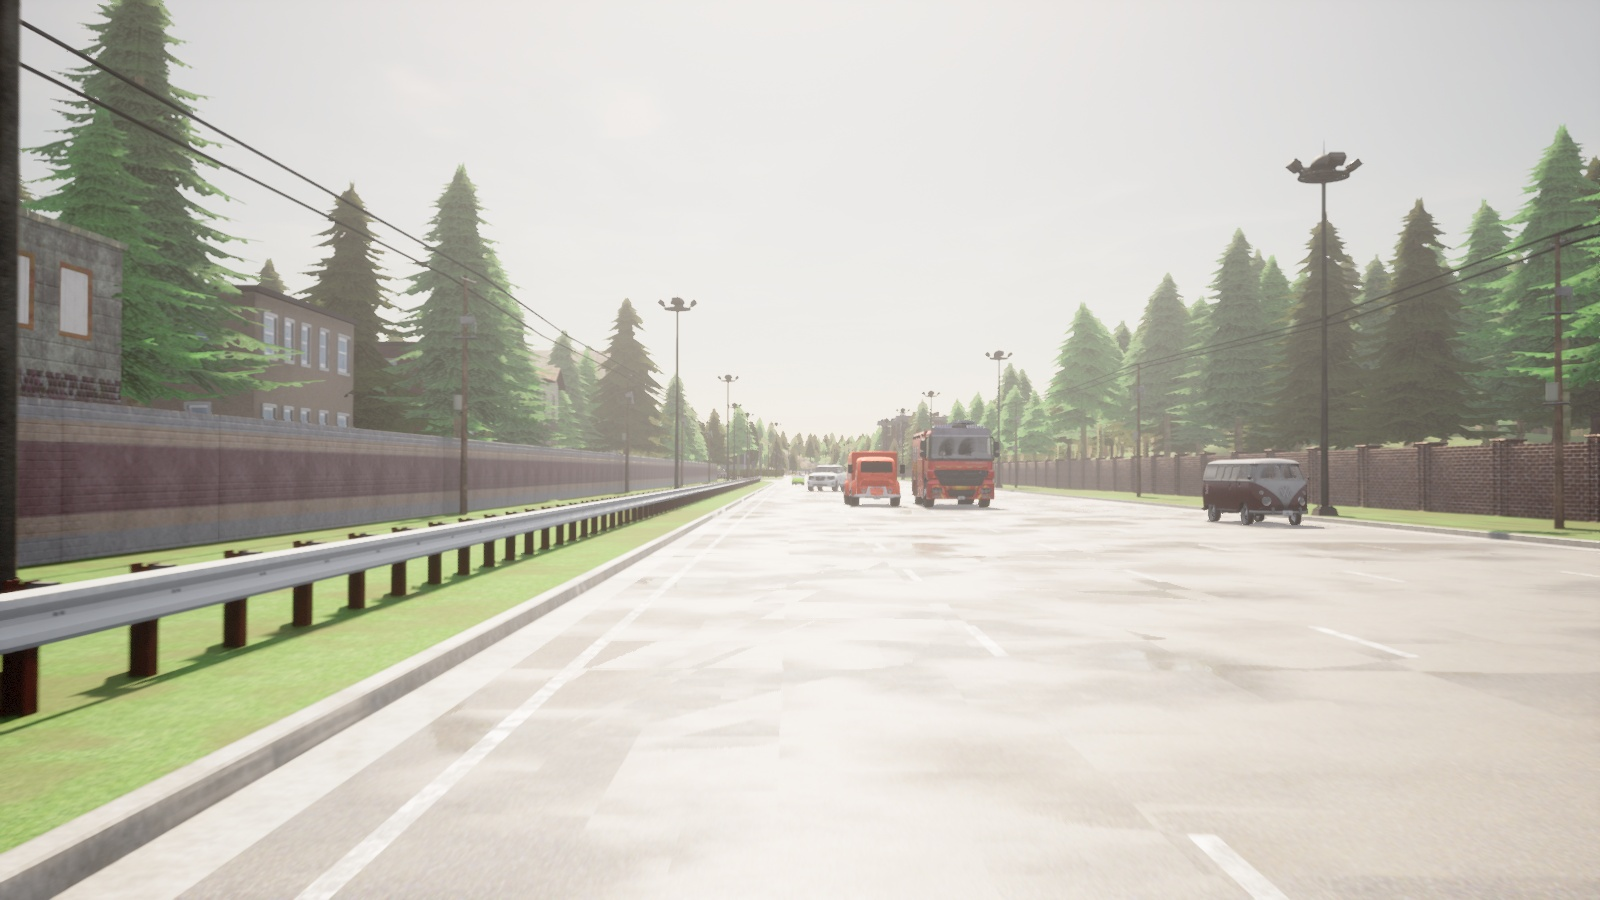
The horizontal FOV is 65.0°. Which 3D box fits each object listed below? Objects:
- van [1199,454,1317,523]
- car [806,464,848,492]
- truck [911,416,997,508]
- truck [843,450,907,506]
[{"bbox_3d":[13.855,1.146,38.300,1.775,1.987,4.442,0,-1,-3],"label":"van"},{"bbox_3d":[2.098,2.113,95.936,2.150,2.045,5.566,0,-1,13],"label":"car"},{"bbox_3d":[6.827,0.562,56.798,2.891,3.827,8.468,0,-1,0],"label":"truck"},{"bbox_3d":[3.359,1.264,57.389,2.627,2.467,5.204,0,-1,0],"label":"truck"}]
